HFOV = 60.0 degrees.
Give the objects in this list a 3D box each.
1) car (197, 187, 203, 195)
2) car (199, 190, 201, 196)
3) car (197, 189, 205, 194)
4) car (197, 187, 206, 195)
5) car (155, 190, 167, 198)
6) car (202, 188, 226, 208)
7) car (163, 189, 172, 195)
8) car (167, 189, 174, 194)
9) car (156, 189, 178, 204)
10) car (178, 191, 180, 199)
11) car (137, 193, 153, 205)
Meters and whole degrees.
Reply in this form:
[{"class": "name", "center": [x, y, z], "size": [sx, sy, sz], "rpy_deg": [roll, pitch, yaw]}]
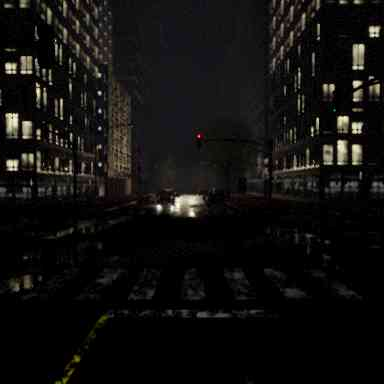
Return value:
[{"class": "car", "center": [2.490, -0.064, 75.431], "size": [2.192, 1.841, 5.009], "rpy_deg": [0, 1, 0]}, {"class": "car", "center": [2.543, 0.621, 52.878], "size": [1.802, 1.307, 4.206], "rpy_deg": [0, 1, 0]}, {"class": "car", "center": [2.455, -0.152, 92.354], "size": [1.887, 1.381, 4.507], "rpy_deg": [0, 1, 0]}, {"class": "car", "center": [2.465, -0.275, 86.710], "size": [2.192, 1.841, 5.009], "rpy_deg": [0, 1, 0]}, {"class": "car", "center": [-5.862, 0.399, 64.126], "size": [1.947, 1.339, 4.313], "rpy_deg": [0, 1, 0]}, {"class": "car", "center": [2.578, 0.663, 35.955], "size": [2.192, 1.841, 5.009], "rpy_deg": [-1, 1, 0]}, {"class": "car", "center": [-5.900, 0.047, 80.867], "size": [1.752, 1.417, 4.829], "rpy_deg": [0, 1, 0]}, {"class": "car", "center": [-5.925, -0.112, 92.312], "size": [1.802, 1.307, 4.206], "rpy_deg": [0, 1, 0]}, {"class": "car", "center": [-3.201, 0.597, 41.626], "size": [2.097, 1.767, 4.553], "rpy_deg": [0, 1, 0]}, {"class": "car", "center": [-3.199, 0.410, 60.262], "size": [1.837, 1.490, 4.892], "rpy_deg": [0, 1, 0]}, {"class": "car", "center": [-5.813, 0.776, 41.406], "size": [1.752, 1.417, 4.829], "rpy_deg": [0, 1, 0]}]
